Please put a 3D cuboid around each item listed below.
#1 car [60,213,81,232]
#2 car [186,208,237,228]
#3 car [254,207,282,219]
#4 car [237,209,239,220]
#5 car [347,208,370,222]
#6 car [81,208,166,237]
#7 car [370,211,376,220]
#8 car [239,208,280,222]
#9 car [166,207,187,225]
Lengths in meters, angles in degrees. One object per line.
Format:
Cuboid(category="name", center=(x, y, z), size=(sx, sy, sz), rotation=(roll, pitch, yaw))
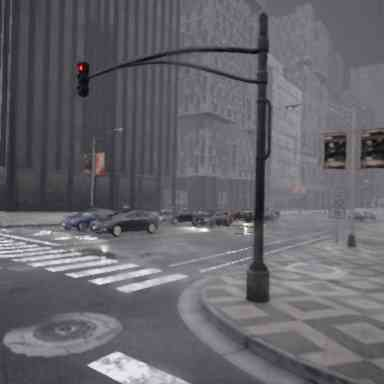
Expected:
Cuboid(category="car", center=(-6.641, 1.836, 22.715), size=(1.812, 1.442, 4.674), rotation=(1, -2, 37))
Cuboid(category="car", center=(1.740, 2.296, 28.756), size=(1.994, 1.385, 4.181), rotation=(1, -2, 35))
Cuboid(category="car", center=(10.709, 2.922, 46.589), size=(1.882, 1.535, 5.008), rotation=(1, -2, 37))
Cuboid(category="car", center=(4.660, 2.650, 38.311), size=(1.895, 1.301, 4.718), rotation=(1, -2, 36))
Cuboid(category="car", center=(23.495, 3.405, 47.384), size=(1.837, 1.490, 4.892), rotation=(1, -2, 36))
Cuboid(category="car", center=(-4.083, 1.857, 20.689), size=(1.837, 1.490, 4.892), rotation=(1, -2, 37))
Cuboid(category="car", center=(29.544, 3.860, 55.745), size=(1.994, 1.385, 4.181), rotation=(1, -2, 36))
Cuboid(category="car", center=(7.738, 2.672, 37.021), size=(2.033, 1.411, 5.357), rotation=(1, -2, 36))
Cuboid(category="car", center=(-1.235, 2.154, 30.166), size=(2.128, 1.511, 4.902), rotation=(1, -2, 36))
